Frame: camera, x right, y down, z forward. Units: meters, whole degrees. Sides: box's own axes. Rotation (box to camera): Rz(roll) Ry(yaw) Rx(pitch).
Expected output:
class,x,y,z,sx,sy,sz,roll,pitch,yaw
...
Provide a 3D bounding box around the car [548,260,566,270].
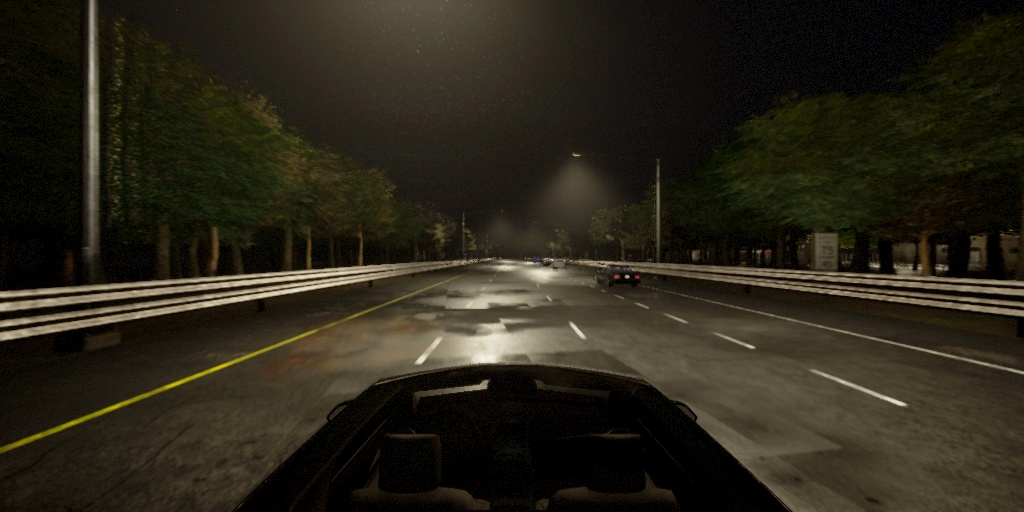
class,x,y,z,sx,sy,sz,roll,pitch,yaw
car,7.008,1.310,54.139,1.812,1.442,4.674,0,0,0

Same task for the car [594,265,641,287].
class,x,y,z,sx,sy,sz,roll,pitch,yaw
car,6.999,1.305,24.272,2.033,1.411,5.357,0,0,0
